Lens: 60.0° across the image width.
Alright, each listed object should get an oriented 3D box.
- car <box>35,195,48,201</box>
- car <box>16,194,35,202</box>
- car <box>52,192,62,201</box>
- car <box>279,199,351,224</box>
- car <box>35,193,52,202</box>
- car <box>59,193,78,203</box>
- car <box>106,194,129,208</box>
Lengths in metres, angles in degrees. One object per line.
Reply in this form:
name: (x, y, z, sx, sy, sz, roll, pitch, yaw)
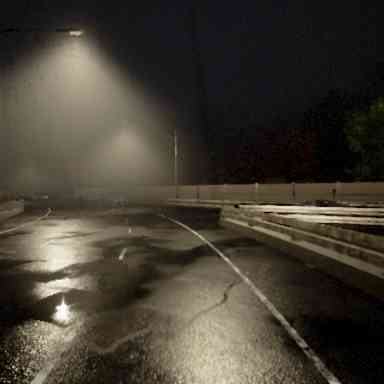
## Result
car: (-38.843, 1.461, 85.871, 1.812, 1.442, 4.674, 0, 0, -41)
car: (-37.286, 1.469, 73.540, 5.357, 1.411, 2.033, 0, 0, 44)
car: (-31.902, 1.141, 78.127, 5.566, 2.045, 2.150, 0, 0, 44)
car: (8.787, 1.314, 24.101, 4.892, 1.490, 1.837, 0, 0, 37)
car: (-34.809, 1.140, 76.010, 5.566, 2.045, 2.150, 0, 0, 44)
car: (-26.217, 1.499, 71.661, 1.882, 1.535, 5.008, 0, 0, -41)
car: (-10.617, 1.221, 47.206, 2.097, 1.767, 4.553, 0, 0, -31)
